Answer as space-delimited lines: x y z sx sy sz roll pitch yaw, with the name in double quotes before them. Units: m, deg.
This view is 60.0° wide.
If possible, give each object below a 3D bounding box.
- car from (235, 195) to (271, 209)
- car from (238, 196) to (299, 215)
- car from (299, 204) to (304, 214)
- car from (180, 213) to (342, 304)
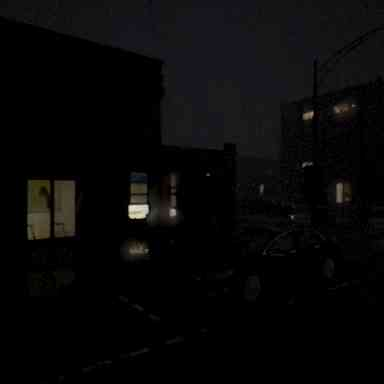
"car" 7.494 1.222 41.013 1.967 1.590 4.097 -1 0 -35
"car" 6.234 1.235 27.781 1.887 1.381 4.507 -1 0 -35
"car" 7.861 1.227 30.205 1.812 1.442 4.674 0 0 -35
"car" 1.772 1.446 7.822 4.403 1.369 2.008 -1 2 -36
